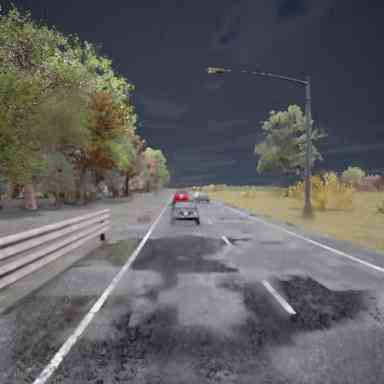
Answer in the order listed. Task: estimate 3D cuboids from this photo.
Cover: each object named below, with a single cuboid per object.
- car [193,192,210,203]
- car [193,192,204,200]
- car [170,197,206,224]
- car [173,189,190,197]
[{"bbox_3d":[1.682,0.892,52.059,2.033,1.411,5.357,0,1,-2],"label":"car"},{"bbox_3d":[1.257,0.742,62.508,1.812,1.442,4.674,0,1,-2],"label":"car"},{"bbox_3d":[-0.484,1.277,22.125,2.033,1.411,5.357,0,1,-3],"label":"car"},{"bbox_3d":[-1.450,0.663,45.337,2.150,2.045,5.566,0,1,-2],"label":"car"}]
